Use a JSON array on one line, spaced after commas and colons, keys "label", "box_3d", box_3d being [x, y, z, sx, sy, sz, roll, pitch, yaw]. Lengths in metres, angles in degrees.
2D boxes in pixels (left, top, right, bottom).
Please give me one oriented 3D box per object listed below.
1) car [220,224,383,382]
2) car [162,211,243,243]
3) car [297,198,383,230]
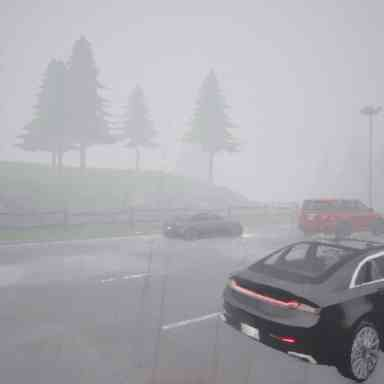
[{"label": "car", "box_3d": [2.721, 1.537, 5.509, 4.902, 1.511, 2.128, 1, 0, -34]}, {"label": "car", "box_3d": [0.573, 1.672, 16.760, 4.181, 1.385, 1.994, 0, 0, -34]}, {"label": "car", "box_3d": [7.942, 1.366, 17.569, 5.566, 2.045, 2.150, 1, 0, -35]}]
